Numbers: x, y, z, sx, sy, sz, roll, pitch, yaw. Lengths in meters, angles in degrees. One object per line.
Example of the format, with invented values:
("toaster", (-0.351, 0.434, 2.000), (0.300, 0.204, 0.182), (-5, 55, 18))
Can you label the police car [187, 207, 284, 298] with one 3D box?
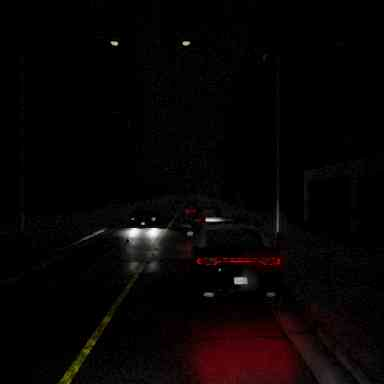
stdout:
("police car", (0.898, 1.428, 8.699), (1.930, 1.638, 5.238), (0, 0, 0))

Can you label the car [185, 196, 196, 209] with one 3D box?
("car", (0.006, 1.632, 45.997), (1.895, 1.301, 4.718), (0, 0, 1))

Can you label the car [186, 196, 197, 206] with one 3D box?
("car", (-0.014, 1.520, 58.725), (1.882, 1.535, 5.008), (0, 0, 0))

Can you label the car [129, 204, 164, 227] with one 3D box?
("car", (-3.006, 1.557, 23.097), (2.033, 1.411, 5.357), (0, 0, 0))

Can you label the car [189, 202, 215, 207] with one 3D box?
("car", (0.896, 1.533, 18.590), (1.812, 1.442, 4.674), (0, 0, 0))

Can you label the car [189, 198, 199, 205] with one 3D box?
("car", (0.894, 1.489, 24.590), (1.882, 1.535, 5.008), (0, 0, 0))
